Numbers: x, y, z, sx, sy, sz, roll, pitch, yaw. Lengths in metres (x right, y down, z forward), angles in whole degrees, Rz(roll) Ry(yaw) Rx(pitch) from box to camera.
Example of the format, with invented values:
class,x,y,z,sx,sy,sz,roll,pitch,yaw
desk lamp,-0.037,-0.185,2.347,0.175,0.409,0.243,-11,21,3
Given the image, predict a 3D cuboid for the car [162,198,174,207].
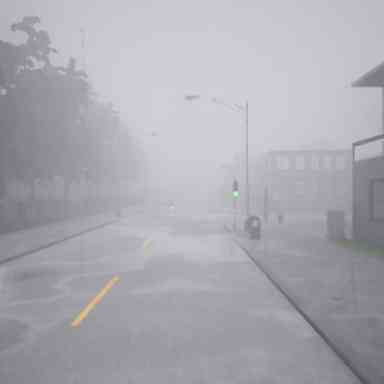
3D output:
class,x,y,z,sx,sy,sz,roll,pitch,yaw
car,-4.048,1.710,56.502,1.882,1.535,5.008,0,0,0
